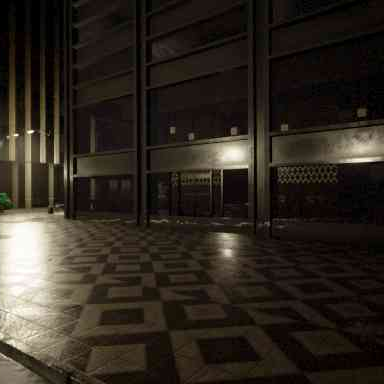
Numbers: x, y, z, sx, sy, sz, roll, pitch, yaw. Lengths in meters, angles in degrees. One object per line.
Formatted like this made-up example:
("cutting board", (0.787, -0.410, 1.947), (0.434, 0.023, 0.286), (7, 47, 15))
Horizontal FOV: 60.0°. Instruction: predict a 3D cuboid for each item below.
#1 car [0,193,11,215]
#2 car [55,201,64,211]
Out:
("car", (-19.438, 1.110, 30.094), (2.150, 2.045, 5.566), (0, 0, 37))
("car", (-13.416, 1.323, 38.623), (1.882, 1.535, 5.008), (0, 0, 35))
